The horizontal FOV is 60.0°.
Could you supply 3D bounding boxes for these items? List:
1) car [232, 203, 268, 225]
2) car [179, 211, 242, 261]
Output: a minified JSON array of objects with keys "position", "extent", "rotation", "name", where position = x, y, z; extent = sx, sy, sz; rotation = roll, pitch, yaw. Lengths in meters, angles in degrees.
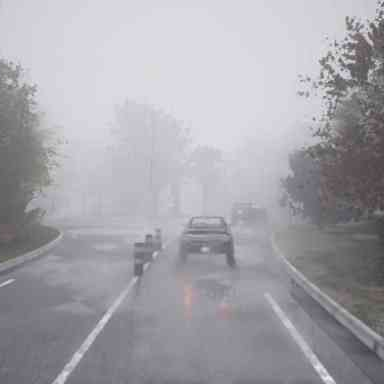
[{"position":[5.540,2.028,31.649],"extent":[2.150,2.045,5.566],"rotation":[-1,-2,29],"name":"car"},{"position":[0.631,1.684,12.957],"extent":[2.128,1.511,4.902],"rotation":[0,-2,5],"name":"car"}]
